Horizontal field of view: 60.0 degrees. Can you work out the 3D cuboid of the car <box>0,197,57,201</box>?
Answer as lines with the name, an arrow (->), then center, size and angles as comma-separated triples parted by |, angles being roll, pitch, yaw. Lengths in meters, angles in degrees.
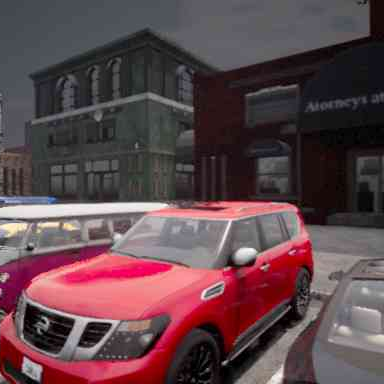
car -> -6.590, 1.184, 10.020 | 2.435, 2.045, 5.566 | 0, 0, 35

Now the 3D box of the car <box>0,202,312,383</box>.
car -> 0.196, 1.216, 5.181 | 2.435, 2.045, 5.566 | 0, 0, 35

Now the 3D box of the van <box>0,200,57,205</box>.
van -> -2.117, 1.230, 6.722 | 1.878, 1.987, 4.442 | 0, 0, 35

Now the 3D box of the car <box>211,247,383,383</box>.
car -> 2.472, 1.482, 3.585 | 2.231, 1.521, 4.892 | 0, 0, 35
